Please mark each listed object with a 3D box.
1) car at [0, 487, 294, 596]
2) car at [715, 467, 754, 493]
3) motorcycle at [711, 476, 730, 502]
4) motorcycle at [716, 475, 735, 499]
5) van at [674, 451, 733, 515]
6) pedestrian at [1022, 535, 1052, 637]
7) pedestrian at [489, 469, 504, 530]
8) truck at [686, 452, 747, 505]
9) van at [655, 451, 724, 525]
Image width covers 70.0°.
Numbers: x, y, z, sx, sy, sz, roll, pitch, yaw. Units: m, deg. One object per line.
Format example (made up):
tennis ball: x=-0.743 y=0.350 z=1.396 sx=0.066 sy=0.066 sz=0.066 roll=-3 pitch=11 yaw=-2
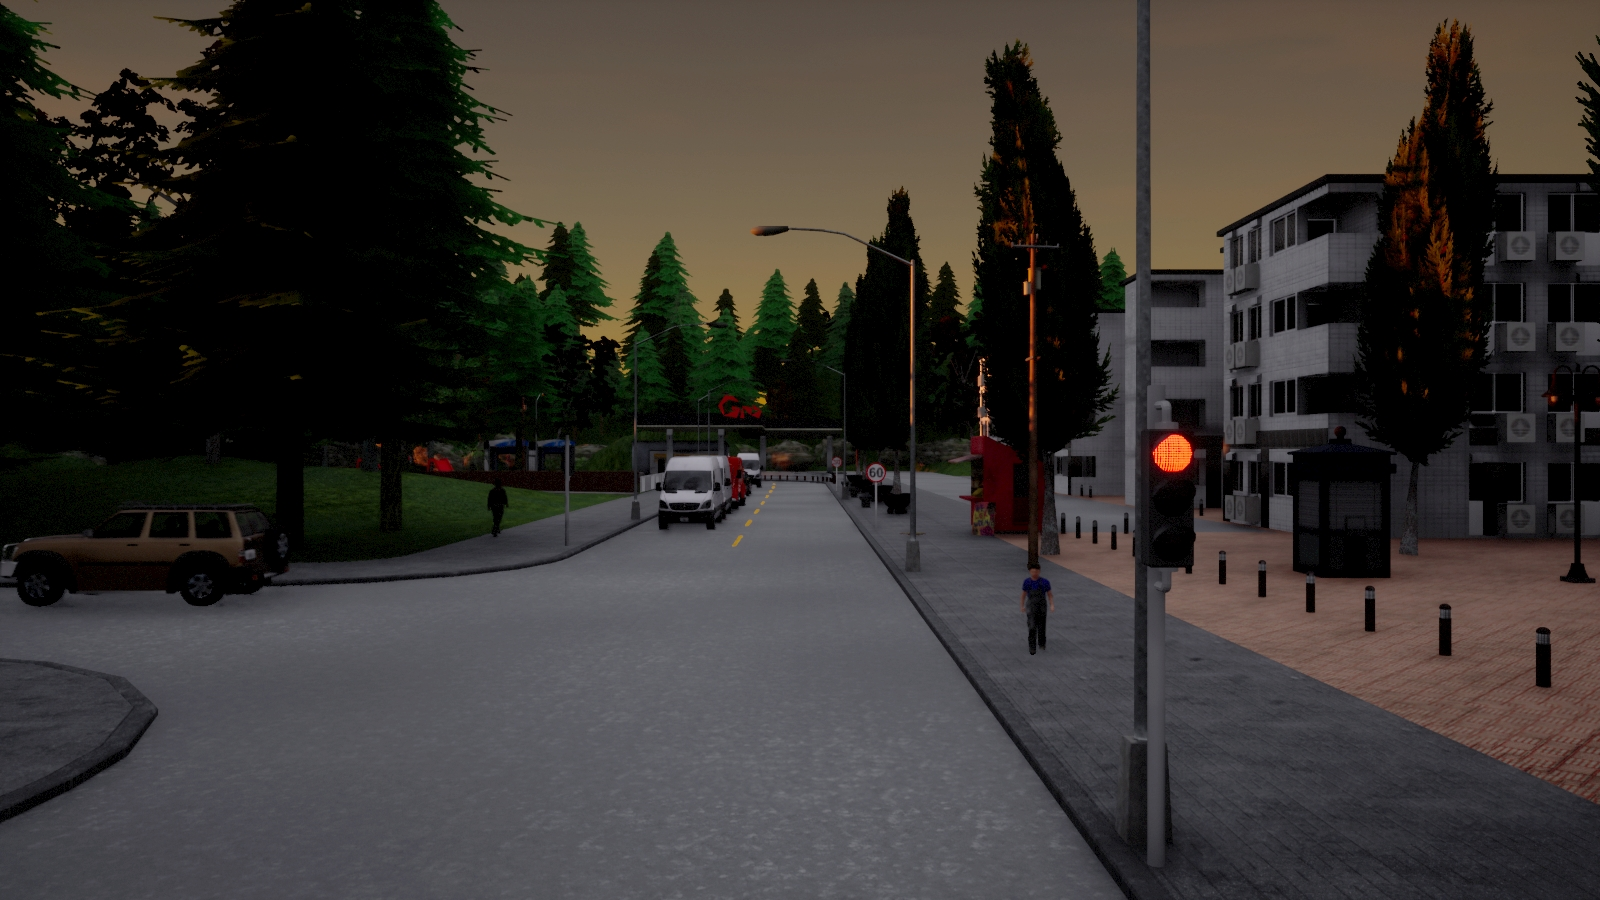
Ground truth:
car: x=-12.082 y=1.640 z=21.135 sx=4.605 sy=1.855 sz=1.932 roll=0 pitch=0 yaw=-1
car: x=-3.975 y=1.816 z=70.543 sx=2.128 sy=1.511 sz=4.902 roll=0 pitch=0 yaw=0
motorcycle: x=-3.975 y=1.953 z=57.177 sx=0.856 sy=1.236 sz=1.805 roll=0 pitch=0 yaw=0
motorcycle: x=-3.988 y=1.975 z=61.268 sx=0.867 sy=1.251 sz=2.209 roll=0 pitch=0 yaw=0
van: x=-4.007 y=1.306 z=48.327 sx=1.988 sy=2.561 sz=5.915 roll=0 pitch=0 yaw=0
pedestrian: x=3.160 y=1.802 z=15.234 sx=0.375 sy=1.300 sz=0.375 roll=0 pitch=0 yaw=14
pedestrian: x=-9.298 y=1.520 z=35.027 sx=0.375 sy=1.860 sz=0.375 roll=0 pitch=0 yaw=0
truck: x=-3.995 y=1.339 z=55.631 sx=2.627 sy=2.467 sz=5.204 roll=0 pitch=0 yaw=0
van: x=-4.013 y=1.307 z=42.390 sx=1.988 sy=2.561 sz=5.915 roll=0 pitch=0 yaw=0
